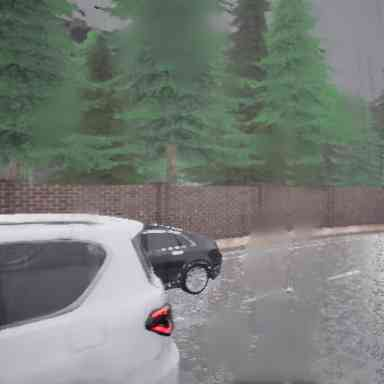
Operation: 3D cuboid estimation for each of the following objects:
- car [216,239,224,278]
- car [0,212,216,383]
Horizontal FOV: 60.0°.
[{"bbox_3d":[-1.548,1.498,7.115,4.892,1.490,1.837,0,0,-35],"label":"car"},{"bbox_3d":[-2.712,1.225,2.047,5.566,2.045,2.150,0,0,-35],"label":"car"}]
